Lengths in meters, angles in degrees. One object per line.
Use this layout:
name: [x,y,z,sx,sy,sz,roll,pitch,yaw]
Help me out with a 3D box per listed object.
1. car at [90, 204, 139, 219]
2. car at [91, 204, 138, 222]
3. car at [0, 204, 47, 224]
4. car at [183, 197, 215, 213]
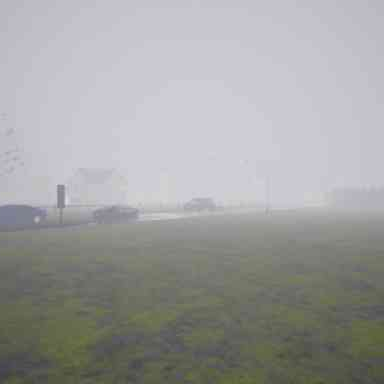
car: [-7.679,1.927,33.398,1.895,1.301,4.718,1,0,35]
car: [-6.781,1.886,29.538,1.994,1.385,4.181,1,0,35]
car: [-13.561,1.664,25.125,1.882,1.535,5.008,1,0,35]
car: [1.076,1.751,45.664,2.150,2.045,5.566,1,-1,36]
